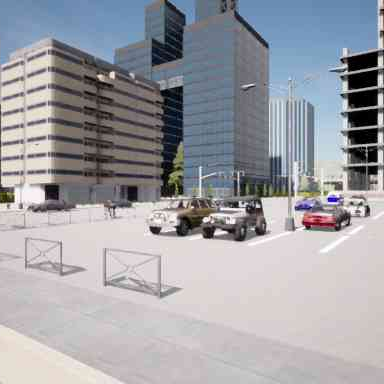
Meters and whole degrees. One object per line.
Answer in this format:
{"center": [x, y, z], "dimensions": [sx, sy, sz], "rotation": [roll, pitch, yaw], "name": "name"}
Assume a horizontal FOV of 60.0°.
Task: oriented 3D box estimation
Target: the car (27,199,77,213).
{"center": [-15.954, 1.547, 38.177], "dimensions": [2.033, 1.411, 5.357], "rotation": [0, 0, 34], "name": "car"}

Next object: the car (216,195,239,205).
{"center": [6.360, 1.352, 58.781], "dimensions": [2.097, 1.767, 4.553], "rotation": [0, 0, 34], "name": "car"}

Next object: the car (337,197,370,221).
{"center": [14.097, 1.395, 28.592], "dimensions": [1.970, 1.475, 3.806], "rotation": [0, 0, 34], "name": "car"}

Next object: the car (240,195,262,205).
{"center": [10.395, 1.352, 58.354], "dimensions": [2.097, 1.767, 4.553], "rotation": [0, 0, 34], "name": "car"}

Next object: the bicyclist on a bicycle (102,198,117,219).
{"center": [-6.520, 1.302, 26.229], "dimensions": [1.656, 1.620, 0.582], "rotation": [0, 0, 34], "name": "bicyclist on a bicycle"}

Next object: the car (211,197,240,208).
{"center": [5.135, 1.547, 50.475], "dimensions": [2.033, 1.411, 5.357], "rotation": [0, 0, 33], "name": "car"}

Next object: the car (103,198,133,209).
{"center": [-10.329, 1.564, 46.550], "dimensions": [1.994, 1.385, 4.181], "rotation": [0, 0, 35], "name": "car"}

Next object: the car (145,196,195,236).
{"center": [-0.276, 1.153, 17.279], "dimensions": [1.932, 1.855, 4.605], "rotation": [0, 0, 34], "name": "car"}

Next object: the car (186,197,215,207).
{"center": [1.322, 1.492, 51.149], "dimensions": [2.128, 1.511, 4.902], "rotation": [0, 0, 34], "name": "car"}

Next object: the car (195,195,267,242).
{"center": [2.094, 1.156, 15.617], "dimensions": [1.905, 1.878, 3.866], "rotation": [0, 0, 34], "name": "car"}
